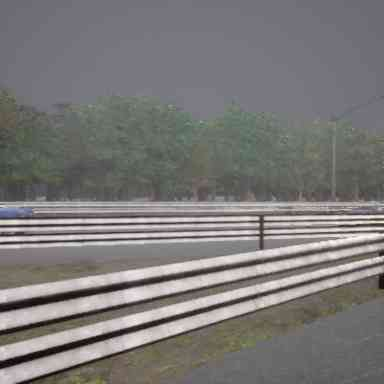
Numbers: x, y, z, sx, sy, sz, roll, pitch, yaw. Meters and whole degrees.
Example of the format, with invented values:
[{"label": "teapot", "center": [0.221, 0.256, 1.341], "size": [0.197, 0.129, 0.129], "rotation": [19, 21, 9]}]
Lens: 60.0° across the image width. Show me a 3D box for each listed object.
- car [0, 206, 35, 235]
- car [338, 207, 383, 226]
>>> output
[{"label": "car", "center": [-9.592, 1.056, 14.074], "size": [5.566, 2.045, 2.150], "rotation": [1, 0, -17]}, {"label": "car", "center": [11.122, 1.624, 20.324], "size": [4.181, 1.385, 1.994], "rotation": [1, 0, -17]}]
